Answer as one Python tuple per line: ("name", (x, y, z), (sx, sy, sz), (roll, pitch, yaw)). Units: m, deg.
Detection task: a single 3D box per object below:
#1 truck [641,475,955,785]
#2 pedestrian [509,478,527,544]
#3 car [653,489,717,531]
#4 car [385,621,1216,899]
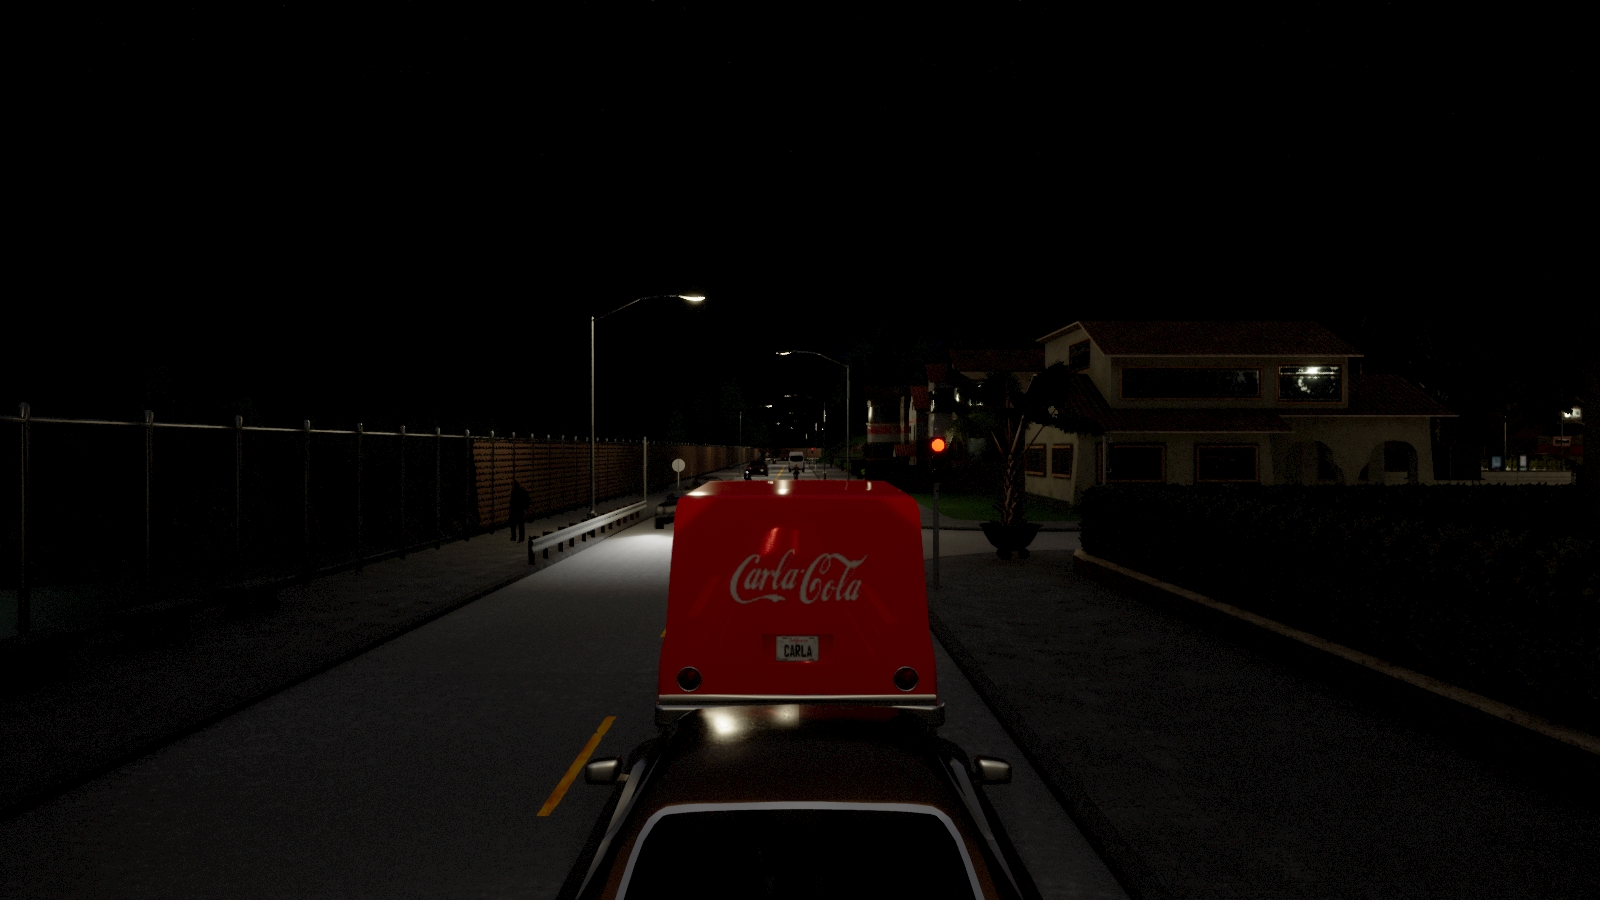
("truck", (-0.025, 1.564, 12.158), (2.627, 2.467, 5.204), (0, 0, 0))
("pedestrian", (-8.055, 1.733, 32.661), (0.375, 1.860, 0.375), (0, 0, 15))
("car", (-4.118, 2.140, 41.584), (1.895, 1.301, 4.718), (0, 0, 0))
("car", (-0.006, 1.989, 5.238), (2.152, 1.651, 5.027), (0, 0, 0))
